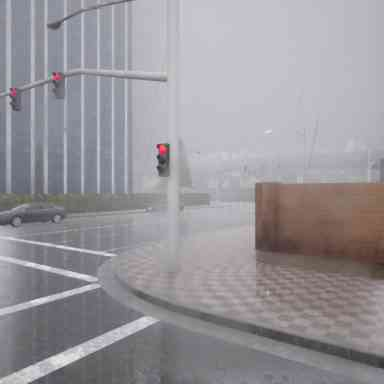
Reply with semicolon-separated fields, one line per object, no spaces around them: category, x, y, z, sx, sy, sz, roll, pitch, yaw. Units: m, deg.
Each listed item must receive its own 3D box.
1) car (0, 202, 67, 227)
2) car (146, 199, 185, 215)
car;-11.085;1.504;22.985;1.837;1.490;4.892;0;0;35
car;-2.744;1.491;34.715;2.128;1.511;4.902;0;0;36
